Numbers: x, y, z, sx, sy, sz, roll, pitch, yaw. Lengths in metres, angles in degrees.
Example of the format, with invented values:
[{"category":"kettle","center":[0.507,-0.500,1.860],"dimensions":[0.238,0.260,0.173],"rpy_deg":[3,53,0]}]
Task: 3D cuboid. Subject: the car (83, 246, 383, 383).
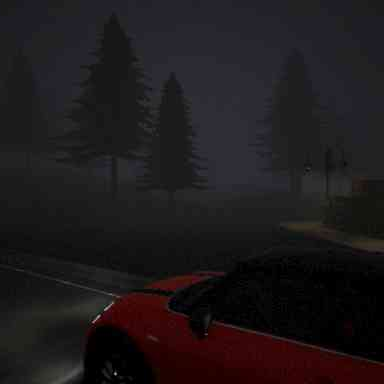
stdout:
[{"category":"car","center":[0.992,1.352,3.276],"dimensions":[4.553,1.767,2.097],"rpy_deg":[0,0,36]}]
